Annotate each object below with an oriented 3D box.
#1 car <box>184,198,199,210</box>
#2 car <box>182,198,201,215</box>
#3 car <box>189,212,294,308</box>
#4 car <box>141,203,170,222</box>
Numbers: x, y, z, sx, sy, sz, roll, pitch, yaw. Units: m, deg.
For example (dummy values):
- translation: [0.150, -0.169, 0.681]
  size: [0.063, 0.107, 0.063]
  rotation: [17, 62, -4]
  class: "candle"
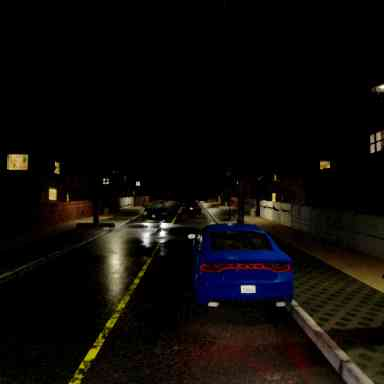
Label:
- translation: [-0.081, 1.565, 44.645]
  size: [1.837, 1.490, 4.892]
  rotation: [0, 0, 0]
  class: "car"
- translation: [-0.040, 1.609, 34.765]
  size: [1.994, 1.385, 4.181]
  rotation: [0, 0, 1]
  class: "car"
- translation: [0.939, 1.487, 8.071]
  size: [1.882, 1.535, 5.008]
  rotation: [0, 0, 0]
  class: "car"
- translation: [-2.832, 1.596, 26.475]
  size: [1.994, 1.385, 4.181]
  rotation: [0, 0, 0]
  class: "car"
